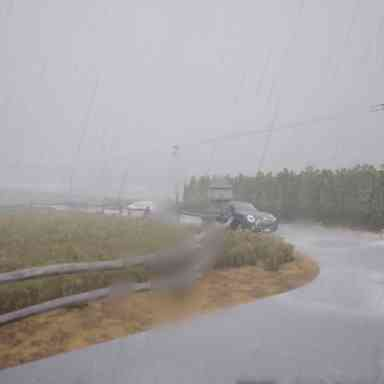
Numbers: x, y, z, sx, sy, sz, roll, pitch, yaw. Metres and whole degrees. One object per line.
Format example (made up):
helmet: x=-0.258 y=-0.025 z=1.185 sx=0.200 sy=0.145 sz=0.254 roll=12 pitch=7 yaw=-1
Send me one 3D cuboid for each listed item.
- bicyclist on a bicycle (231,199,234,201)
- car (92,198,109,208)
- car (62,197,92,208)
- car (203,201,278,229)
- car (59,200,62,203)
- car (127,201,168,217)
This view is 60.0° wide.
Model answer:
bicyclist on a bicycle: x=3.590 y=1.397 z=28.612 sx=1.656 sy=1.620 sz=0.582 roll=0 pitch=0 yaw=-35
car: x=-13.210 y=1.516 z=46.588 sx=1.994 sy=1.385 sz=4.181 roll=0 pitch=0 yaw=-35
car: x=-15.022 y=1.562 z=43.437 sx=1.895 sy=1.301 sz=4.718 roll=0 pitch=0 yaw=-35
car: x=2.555 y=1.314 z=18.431 sx=2.097 sy=1.767 sz=4.553 roll=0 pitch=0 yaw=-33
car: x=-19.448 y=1.501 z=54.365 sx=5.357 sy=1.411 sz=2.033 roll=0 pitch=0 yaw=33
car: x=-3.790 y=1.488 z=27.556 sx=1.812 sy=1.442 sz=4.674 roll=0 pitch=0 yaw=-36
